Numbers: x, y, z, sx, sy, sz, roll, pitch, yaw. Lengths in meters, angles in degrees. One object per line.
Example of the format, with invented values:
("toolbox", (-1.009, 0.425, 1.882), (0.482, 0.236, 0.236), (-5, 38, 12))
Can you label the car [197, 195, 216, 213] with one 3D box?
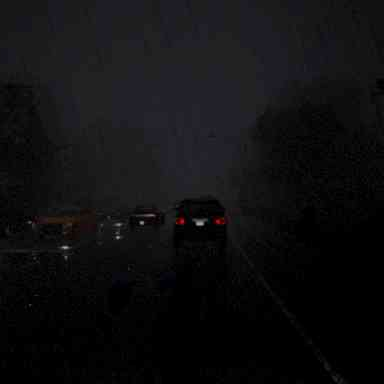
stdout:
("car", (1.939, 1.449, 41.436), (2.150, 2.045, 5.566), (0, 0, 5))

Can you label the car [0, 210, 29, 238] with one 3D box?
("car", (-10.203, 1.657, 18.104), (1.994, 1.385, 4.181), (0, 0, 2))

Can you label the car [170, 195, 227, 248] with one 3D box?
("car", (0.389, 1.305, 15.270), (2.150, 2.045, 5.566), (0, 0, 2))

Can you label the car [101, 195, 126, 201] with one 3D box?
("car", (-9.020, 1.422, 37.789), (2.150, 2.045, 5.566), (0, 0, 5))

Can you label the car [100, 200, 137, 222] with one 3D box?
("car", (-6.234, 1.673, 27.765), (1.812, 1.442, 4.674), (0, 0, 4))

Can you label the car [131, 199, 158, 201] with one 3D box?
("car", (-5.513, 1.767, 37.819), (1.994, 1.385, 4.181), (0, 0, 5))

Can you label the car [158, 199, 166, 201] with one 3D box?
("car", (-4.597, 1.737, 48.156), (1.882, 1.535, 5.008), (0, 0, 6))

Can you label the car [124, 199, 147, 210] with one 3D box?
("car", (-8.118, 1.749, 48.119), (2.128, 1.511, 4.902), (0, 0, 6))

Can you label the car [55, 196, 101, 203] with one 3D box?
("car", (-9.762, 1.365, 27.452), (2.150, 2.045, 5.566), (0, 0, 4))

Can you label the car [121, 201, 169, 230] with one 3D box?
("car", (-2.839, 1.610, 22.018), (2.128, 1.511, 4.902), (0, 0, 3))

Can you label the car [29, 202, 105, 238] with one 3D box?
("car", (-6.688, 1.575, 18.458), (1.882, 1.535, 5.008), (0, 0, 2))
